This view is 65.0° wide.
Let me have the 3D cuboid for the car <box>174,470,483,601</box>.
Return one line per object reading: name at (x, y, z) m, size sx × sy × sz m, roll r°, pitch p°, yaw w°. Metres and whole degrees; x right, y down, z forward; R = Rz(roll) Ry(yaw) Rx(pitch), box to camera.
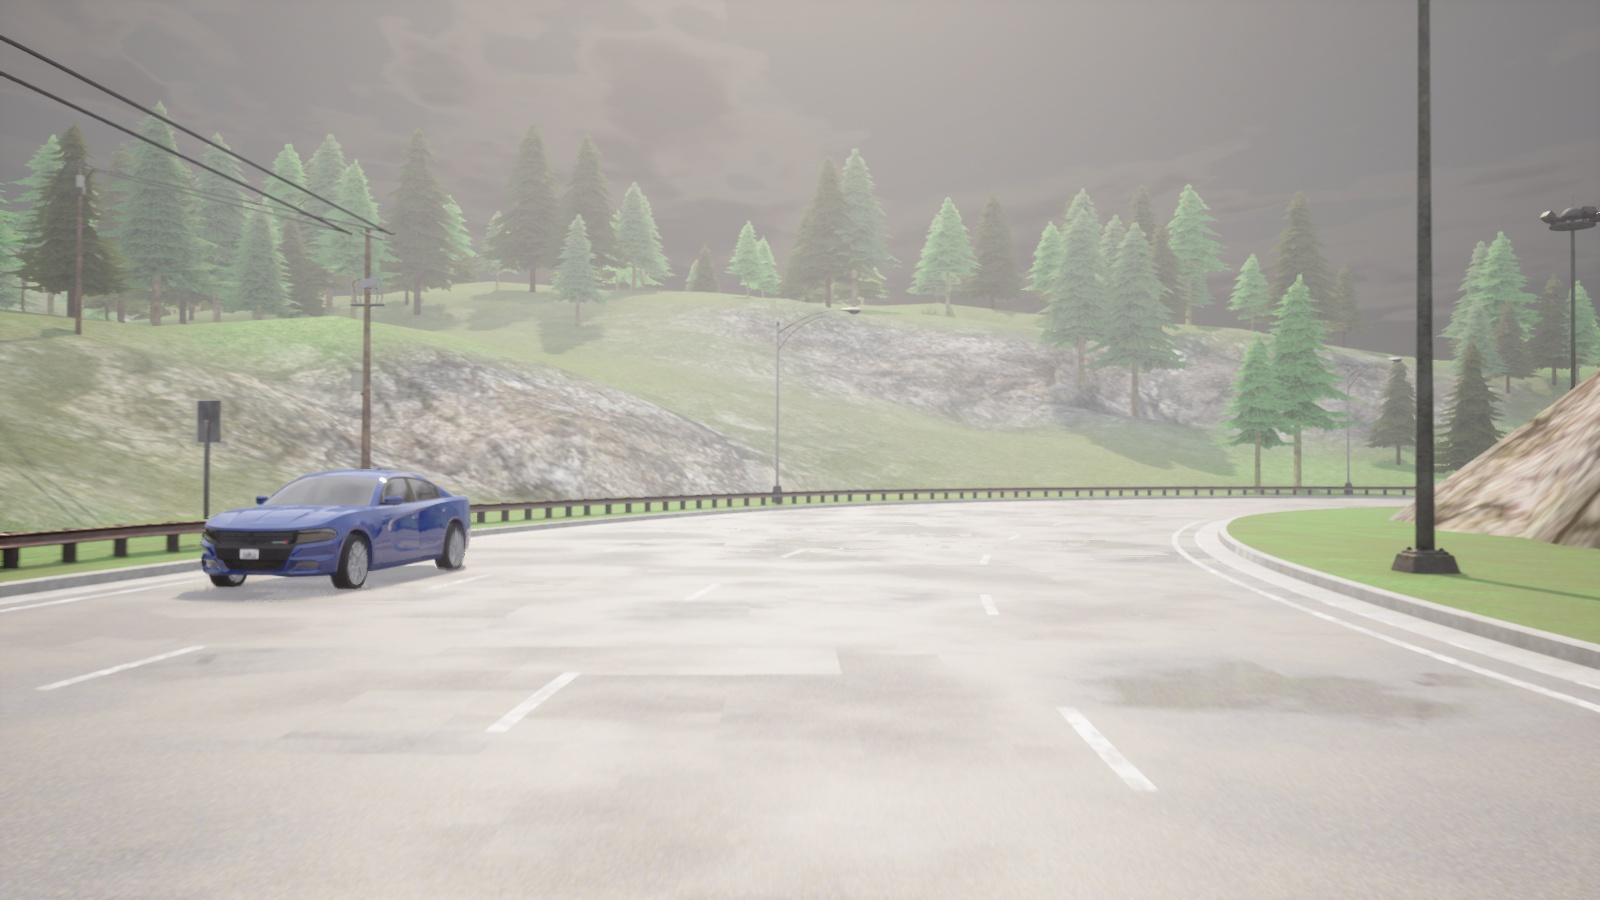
car at (-6.264, 1.055, 17.464) m, size 1.882 × 1.535 × 5.008 m, roll 0°, pitch -1°, yaw 8°
